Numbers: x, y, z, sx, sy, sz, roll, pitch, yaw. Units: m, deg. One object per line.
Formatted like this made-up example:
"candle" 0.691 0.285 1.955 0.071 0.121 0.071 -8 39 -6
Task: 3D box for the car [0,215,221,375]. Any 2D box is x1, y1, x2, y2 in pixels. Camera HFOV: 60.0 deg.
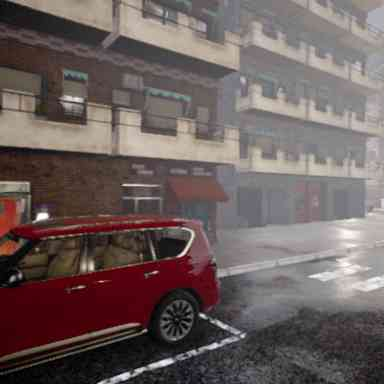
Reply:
"car" -1.846 1.317 4.773 5.009 1.841 2.192 0 0 -35

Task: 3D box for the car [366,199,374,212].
"car" 21.483 1.507 43.295 2.150 2.045 5.566 0 0 5
